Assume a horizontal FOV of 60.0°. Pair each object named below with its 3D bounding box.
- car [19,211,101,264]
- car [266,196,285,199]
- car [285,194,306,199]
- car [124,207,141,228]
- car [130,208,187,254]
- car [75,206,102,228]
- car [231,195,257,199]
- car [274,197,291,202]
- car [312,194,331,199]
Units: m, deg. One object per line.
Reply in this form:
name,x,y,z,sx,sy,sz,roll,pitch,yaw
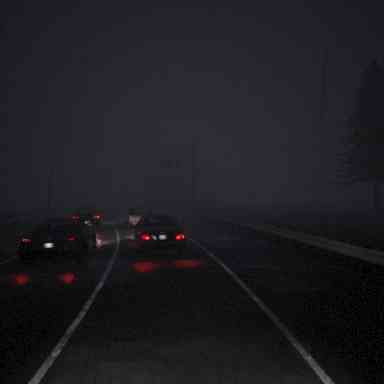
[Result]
car,-4.748,1.638,12.303,1.994,1.385,4.181,0,0,-9
car,17.226,1.710,72.324,4.553,1.767,2.097,0,0,-23
car,26.802,1.633,85.414,5.566,2.045,2.150,0,0,-33
car,-3.688,1.732,23.363,1.895,1.301,4.718,0,0,-16
car,-1.456,1.625,13.977,2.033,1.411,5.357,0,0,-10
car,-6.918,1.654,21.839,1.812,1.442,4.674,0,0,-17
car,12.648,1.618,77.976,5.566,2.045,2.150,0,0,-23
car,23.855,1.977,87.610,4.181,1.385,1.994,0,0,-33
car,31.134,1.597,79.912,5.566,2.045,2.150,0,0,-33
